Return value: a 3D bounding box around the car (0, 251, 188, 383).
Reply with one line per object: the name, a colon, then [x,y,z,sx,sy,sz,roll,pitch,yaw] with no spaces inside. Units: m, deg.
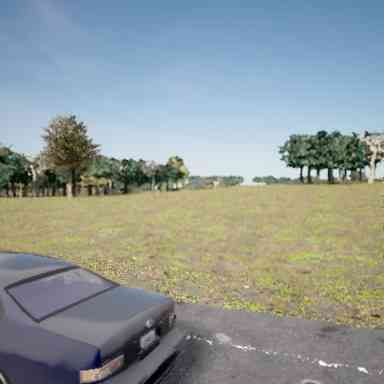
car: [-2.768,1.542,4.360,5.357,1.411,2.033,0,0,22]
